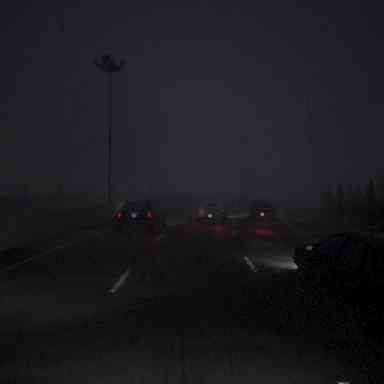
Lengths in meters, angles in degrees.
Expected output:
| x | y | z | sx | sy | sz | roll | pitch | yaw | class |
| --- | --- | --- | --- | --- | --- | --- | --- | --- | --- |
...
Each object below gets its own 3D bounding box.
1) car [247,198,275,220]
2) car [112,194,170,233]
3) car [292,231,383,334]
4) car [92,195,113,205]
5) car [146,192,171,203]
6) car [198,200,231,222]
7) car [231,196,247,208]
| x | y | z | sx | sy | sz | roll | pitch | yaw | class |
| --- | --- | --- | --- | --- | --- | --- | --- | --- | --- |
| 5.385 | 1.307 | 25.774 | 1.837 | 1.490 | 4.892 | 0 | 0 | 10 | car |
| -2.715 | 1.206 | 18.946 | 2.097 | 1.767 | 4.553 | 0 | 0 | 6 | car |
| 3.614 | 1.496 | 6.567 | 2.033 | 1.411 | 5.357 | 0 | 0 | 0 | car |
| -9.645 | 1.182 | 38.569 | 1.882 | 1.535 | 5.008 | 0 | 0 | 17 | car |
| -5.743 | 0.907 | 57.851 | 2.097 | 1.767 | 4.553 | 0 | 1 | 27 | car |
| 1.594 | 1.338 | 24.397 | 1.812 | 1.442 | 4.674 | 0 | 1 | 10 | car |
| 6.083 | 1.233 | 40.991 | 2.033 | 1.411 | 5.357 | 0 | 0 | 21 | car |
